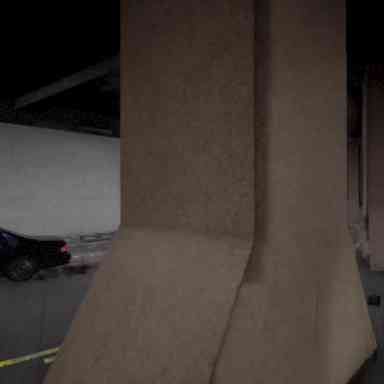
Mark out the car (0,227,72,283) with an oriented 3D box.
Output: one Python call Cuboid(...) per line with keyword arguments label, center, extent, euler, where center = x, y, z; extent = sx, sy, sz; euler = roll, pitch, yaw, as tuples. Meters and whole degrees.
Cuboid(label="car", center=(-5.907, 1.595, 8.335), extent=(5.357, 1.411, 2.033), euler=(0, 0, -35))
